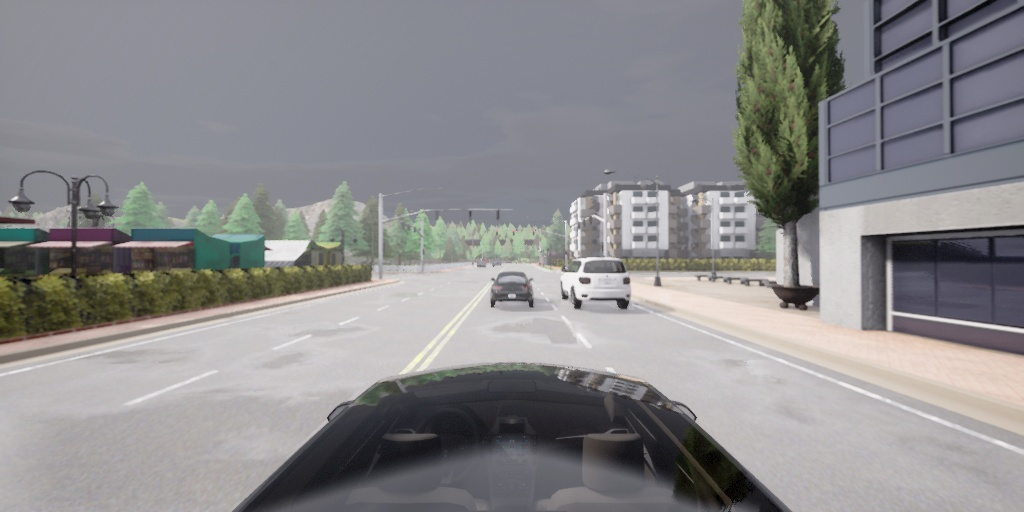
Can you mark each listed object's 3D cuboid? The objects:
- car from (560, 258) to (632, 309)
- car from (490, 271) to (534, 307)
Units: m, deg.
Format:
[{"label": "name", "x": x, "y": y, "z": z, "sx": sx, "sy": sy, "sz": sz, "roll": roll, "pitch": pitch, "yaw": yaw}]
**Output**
[{"label": "car", "x": 3.504, "y": 1.099, "z": 15.869, "sx": 2.150, "sy": 2.045, "sz": 5.566, "roll": 0, "pitch": 0, "yaw": 0}, {"label": "car", "x": 0.007, "y": 1.412, "z": 16.226, "sx": 1.812, "sy": 1.442, "sz": 4.674, "roll": 0, "pitch": 0, "yaw": 0}]
